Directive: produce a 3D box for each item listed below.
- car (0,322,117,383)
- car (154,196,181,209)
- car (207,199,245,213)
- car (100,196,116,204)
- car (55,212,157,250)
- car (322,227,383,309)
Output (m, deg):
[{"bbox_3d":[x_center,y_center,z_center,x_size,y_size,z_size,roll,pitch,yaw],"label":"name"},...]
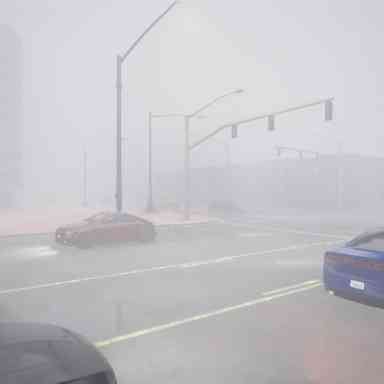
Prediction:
[{"bbox_3d":[-2.804,1.505,1.753,4.892,1.490,1.837,0,0,-35],"label":"car"},{"bbox_3d":[-3.490,1.354,46.395,2.097,1.767,4.553,0,0,-36],"label":"car"},{"bbox_3d":[3.640,1.491,36.406,2.128,1.511,4.902,0,0,-35],"label":"car"},{"bbox_3d":[-16.140,1.493,64.268,2.128,1.511,4.902,0,0,-35],"label":"car"},{"bbox_3d":[-3.608,1.564,14.286,4.181,1.385,1.994,0,0,-35],"label":"car"},{"bbox_3d":[4.928,1.478,7.262,5.008,1.535,1.882,0,0,-35],"label":"car"}]
